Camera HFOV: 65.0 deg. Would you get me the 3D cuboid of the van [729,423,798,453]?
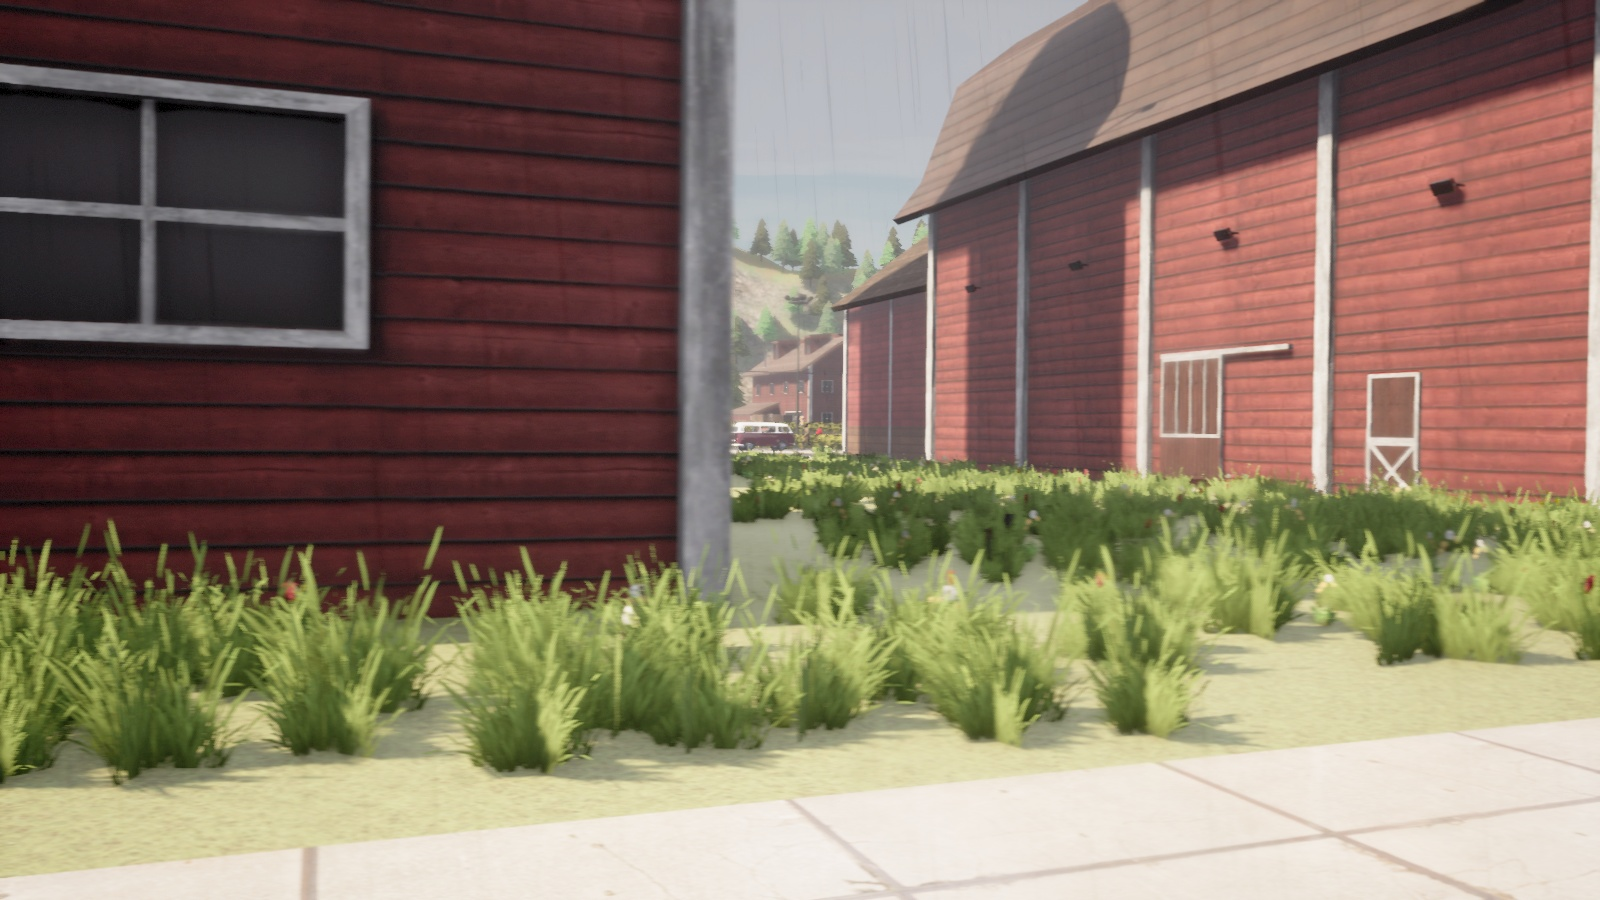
[{"bbox_3d":[-2.591,-0.881,89.747,4.480,2.038,2.069,-1,1,-20],"label":"van"}]
